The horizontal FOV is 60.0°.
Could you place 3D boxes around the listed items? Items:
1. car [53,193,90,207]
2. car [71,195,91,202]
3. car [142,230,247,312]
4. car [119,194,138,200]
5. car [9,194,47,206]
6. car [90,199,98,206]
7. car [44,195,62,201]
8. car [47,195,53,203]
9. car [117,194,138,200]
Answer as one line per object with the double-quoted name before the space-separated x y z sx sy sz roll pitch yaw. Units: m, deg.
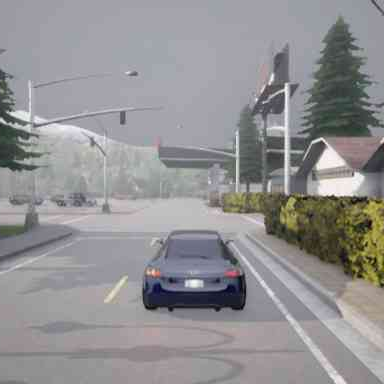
"car" -16.783 1.081 46.382 3.866 1.878 1.905 0 0 -1
"car" -24.054 1.326 72.075 3.633 1.501 1.845 0 0 -1
"car" 0.057 1.565 7.802 1.994 1.385 4.181 0 0 1
"car" -16.524 1.347 87.104 4.514 1.523 2.007 0 0 -1
"car" -24.671 1.102 49.621 4.605 1.855 1.932 0 0 -1
"car" -16.192 1.365 49.711 3.806 1.475 1.970 0 0 -1
"car" -35.119 1.391 84.000 3.806 1.475 1.970 0 0 -1
"car" -24.035 1.303 62.082 4.514 1.523 2.007 0 0 -1
"car" -16.452 1.337 83.967 5.027 1.636 2.152 0 0 -1
